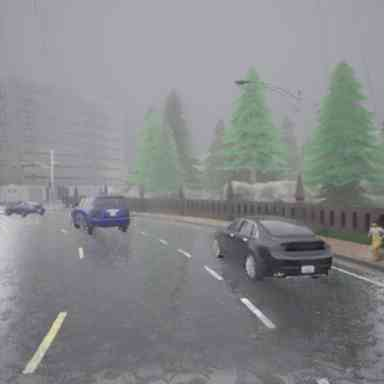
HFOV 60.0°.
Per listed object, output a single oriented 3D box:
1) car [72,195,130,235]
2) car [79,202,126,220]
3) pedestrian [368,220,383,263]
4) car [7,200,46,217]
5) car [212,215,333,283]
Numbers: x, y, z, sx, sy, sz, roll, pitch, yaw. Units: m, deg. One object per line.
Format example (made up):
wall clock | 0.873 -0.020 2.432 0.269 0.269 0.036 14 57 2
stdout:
car | -5.303 1.172 18.976 2.150 2.045 5.566 0 1 -30
car | -7.635 1.525 27.940 1.895 1.301 4.718 -1 0 -42
pedestrian | 5.274 1.335 9.445 0.375 1.300 0.375 -1 0 -13
car | -15.429 1.497 30.943 4.674 1.442 1.812 0 0 37
car | 2.005 1.443 9.658 1.837 1.490 4.892 0 0 -13
